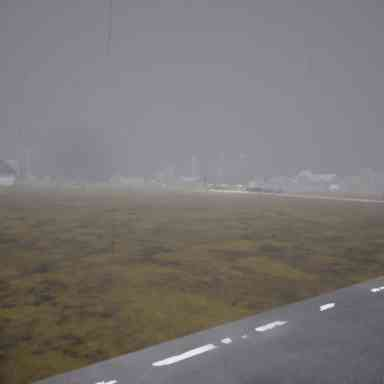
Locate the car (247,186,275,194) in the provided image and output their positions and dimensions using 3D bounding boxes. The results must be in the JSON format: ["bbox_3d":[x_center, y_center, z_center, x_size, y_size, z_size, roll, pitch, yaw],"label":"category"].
[{"bbox_3d":[12.189,-0.412,60.469,1.895,1.301,4.718,1,2,-35],"label":"car"}]

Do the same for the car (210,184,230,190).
[{"bbox_3d":[6.205,-1.134,73.923,2.033,1.411,5.357,1,2,-35],"label":"car"}]

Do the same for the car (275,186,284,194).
[{"bbox_3d":[14.610,-0.416,61.912,2.033,1.411,5.357,1,2,-35],"label":"car"}]
